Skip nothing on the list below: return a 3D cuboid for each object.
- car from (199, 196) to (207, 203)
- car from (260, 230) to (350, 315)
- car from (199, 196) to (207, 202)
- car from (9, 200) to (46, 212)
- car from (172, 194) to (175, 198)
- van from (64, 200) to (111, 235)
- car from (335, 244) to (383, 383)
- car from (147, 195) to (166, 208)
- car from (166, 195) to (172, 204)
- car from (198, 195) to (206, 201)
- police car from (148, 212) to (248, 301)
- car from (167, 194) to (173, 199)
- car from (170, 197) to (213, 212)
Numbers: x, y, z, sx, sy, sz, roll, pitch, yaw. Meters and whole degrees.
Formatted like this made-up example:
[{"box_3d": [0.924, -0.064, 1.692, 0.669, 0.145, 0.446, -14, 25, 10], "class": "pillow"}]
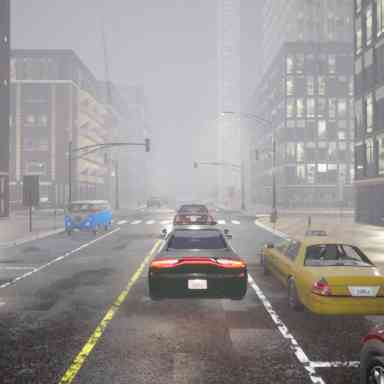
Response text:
[{"box_3d": [2.679, 1.733, 79.318, 1.752, 1.417, 4.829, 0, 0, 0], "class": "car"}, {"box_3d": [2.706, 1.529, 7.554, 1.752, 1.417, 4.829, 1, 0, 0], "class": "car"}, {"box_3d": [2.678, 1.801, 84.812, 1.947, 1.339, 4.313, 0, 0, 0], "class": "car"}, {"box_3d": [-19.062, 1.538, 37.834, 4.507, 1.381, 1.887, 0, -1, 0], "class": "car"}, {"box_3d": [-5.700, 1.647, 79.147, 1.967, 1.590, 4.097, 0, 0, 0], "class": "car"}, {"box_3d": [-5.663, 1.358, 18.429, 1.690, 1.788, 3.998, 1, 0, 0], "class": "van"}, {"box_3d": [2.706, 1.441, 1.860, 1.967, 1.590, 4.097, 1, 0, 0], "class": "car"}, {"box_3d": [-5.692, 1.408, 50.834, 2.192, 1.841, 5.009, 0, 0, 0], "class": "car"}, {"box_3d": [-5.698, 1.720, 67.821, 1.947, 1.339, 4.313, 0, 0, 0], "class": "car"}, {"box_3d": [2.677, 1.705, 90.475, 1.967, 1.590, 4.097, 0, 0, 0], "class": "car"}, {"box_3d": [0.100, 1.509, 8.482, 2.038, 1.542, 4.974, 0, 0, 0], "class": "police car"}, {"box_3d": [-5.700, 1.761, 73.484, 1.802, 1.307, 4.206, 0, 0, 0], "class": "car"}, {"box_3d": [0.082, 1.369, 18.592, 2.097, 1.767, 4.553, 0, 0, 0], "class": "car"}]
